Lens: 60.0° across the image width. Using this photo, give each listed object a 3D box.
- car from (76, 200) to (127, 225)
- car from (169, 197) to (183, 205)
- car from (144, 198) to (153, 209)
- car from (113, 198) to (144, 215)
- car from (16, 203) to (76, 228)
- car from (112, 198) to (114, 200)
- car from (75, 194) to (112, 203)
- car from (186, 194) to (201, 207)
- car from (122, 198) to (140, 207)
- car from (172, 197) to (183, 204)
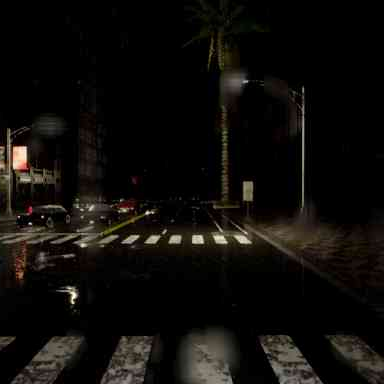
[{"bbox_3d":[-6.500,1.553,24.179,2.033,1.411,5.357,0,0,0],"label":"car"},{"bbox_3d":[-2.926,1.610,57.724,1.994,1.385,4.181,0,0,1],"label":"car"},{"bbox_3d":[-6.405,1.527,44.566,1.837,1.490,4.892,0,0,0],"label":"car"},{"bbox_3d":[-6.453,1.536,34.136,1.812,1.442,4.674,0,0,0],"label":"car"},{"bbox_3d":[-9.771,1.606,22.376,1.895,1.301,4.718,0,0,1],"label":"car"},{"bbox_3d":[-9.667,1.510,42.154,2.128,1.511,4.902,0,0,1],"label":"car"},{"bbox_3d":[-9.715,1.231,32.133,2.150,2.045,5.566,0,0,0],"label":"car"},{"bbox_3d":[0.217,1.259,53.431,2.150,2.045,5.566,0,0,0],"label":"car"},{"bbox_3d":[-9.590,1.636,52.283,1.895,1.301,4.718,0,0,1],"label":"car"},{"bbox_3d":[-2.885,1.632,67.682,1.994,1.385,4.181,0,0,0],"label":"car"}]
